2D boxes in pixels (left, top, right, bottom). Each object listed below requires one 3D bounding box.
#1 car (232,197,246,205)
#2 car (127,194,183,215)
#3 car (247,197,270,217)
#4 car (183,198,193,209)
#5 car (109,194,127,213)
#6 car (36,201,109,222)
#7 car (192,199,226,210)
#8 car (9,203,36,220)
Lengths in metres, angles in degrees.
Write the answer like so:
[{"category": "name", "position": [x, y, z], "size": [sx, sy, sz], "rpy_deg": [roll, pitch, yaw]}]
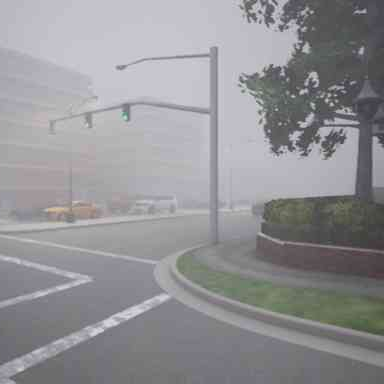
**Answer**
[{"category": "car", "position": [8.788, 1.615, 58.322], "size": [1.895, 1.301, 4.718], "rpy_deg": [0, 0, 36]}, {"category": "car", "position": [-3.794, 1.235, 35.178], "size": [2.150, 2.045, 5.566], "rpy_deg": [0, 0, 36]}, {"category": "car", "position": [7.263, 1.486, 30.671], "size": [1.882, 1.535, 5.008], "rpy_deg": [0, 0, 36]}, {"category": "car", "position": [-0.550, 1.562, 45.606], "size": [2.033, 1.411, 5.357], "rpy_deg": [0, 0, 36]}, {"category": "car", "position": [-6.782, 1.237, 37.028], "size": [2.150, 2.045, 5.566], "rpy_deg": [0, 0, 36]}, {"category": "car", "position": [-9.616, 1.491, 27.160], "size": [1.882, 1.535, 5.008], "rpy_deg": [0, 0, 36]}, {"category": "car", "position": [2.536, 1.614, 43.899], "size": [1.895, 1.301, 4.718], "rpy_deg": [0, 0, 36]}, {"category": "car", "position": [-12.764, 1.563, 28.778], "size": [2.033, 1.411, 5.357], "rpy_deg": [0, 0, 36]}]
